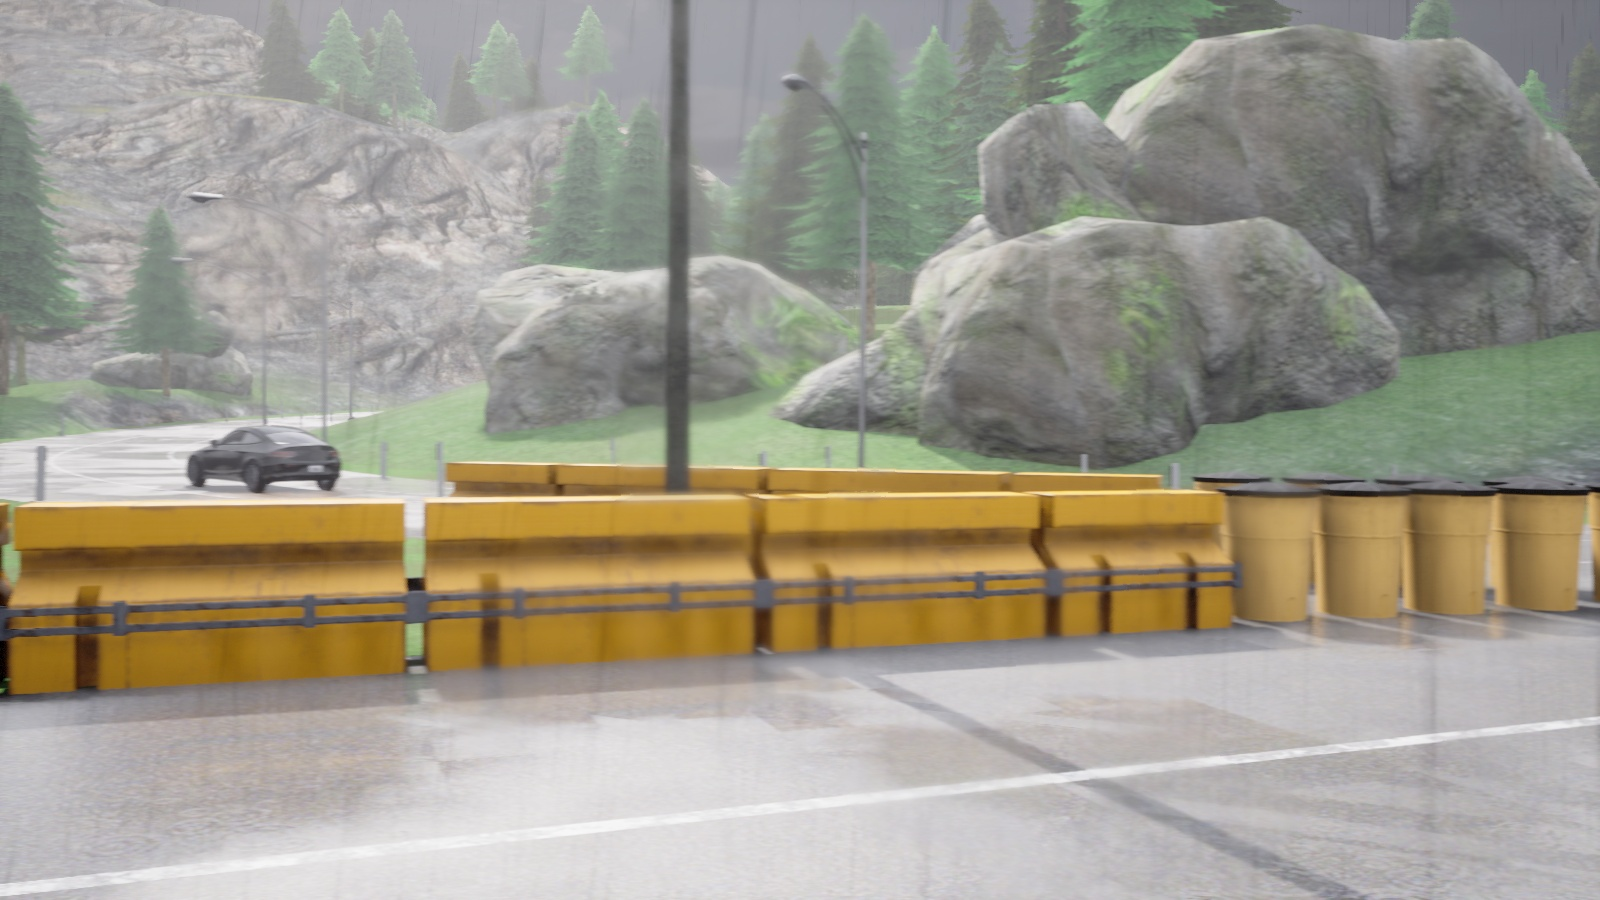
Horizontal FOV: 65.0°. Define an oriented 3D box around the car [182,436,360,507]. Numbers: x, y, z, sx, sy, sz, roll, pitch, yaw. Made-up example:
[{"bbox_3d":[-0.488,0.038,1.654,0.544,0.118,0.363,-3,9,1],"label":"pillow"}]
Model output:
[{"bbox_3d":[-12.075,0.432,28.536,4.674,1.442,1.812,1,2,41],"label":"car"}]
